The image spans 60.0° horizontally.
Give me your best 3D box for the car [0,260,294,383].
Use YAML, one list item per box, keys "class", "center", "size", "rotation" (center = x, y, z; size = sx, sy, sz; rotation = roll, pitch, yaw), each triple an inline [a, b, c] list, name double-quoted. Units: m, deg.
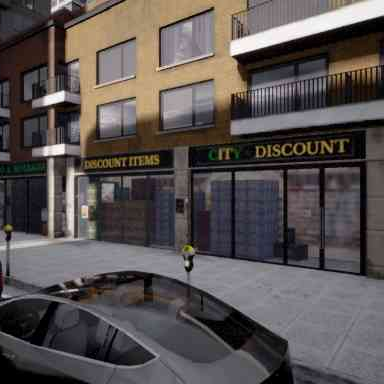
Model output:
- class: "car"
  center: [-1.099, 1.566, 3.586]
  size: [4.313, 1.339, 1.947]
  rotation: [0, 0, 35]
